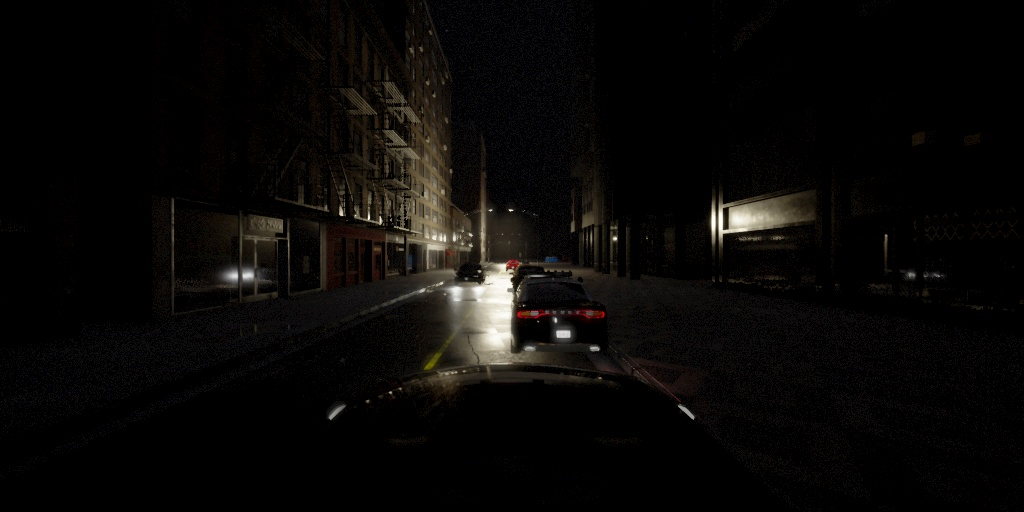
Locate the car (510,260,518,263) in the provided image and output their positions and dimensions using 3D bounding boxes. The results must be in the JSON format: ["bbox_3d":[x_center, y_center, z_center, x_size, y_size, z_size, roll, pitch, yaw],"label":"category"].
[{"bbox_3d":[0.953,1.209,24.993,1.801,1.575,5.366,0,0,0],"label":"car"}]

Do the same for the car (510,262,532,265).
[{"bbox_3d":[0.938,1.256,18.802,1.837,1.490,4.892,0,0,0],"label":"car"}]

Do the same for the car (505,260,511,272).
[{"bbox_3d":[0.143,1.301,47.403,1.812,1.442,4.674,0,0,1],"label":"car"}]

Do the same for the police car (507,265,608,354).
[{"bbox_3d":[0.914,1.175,8.912,1.930,1.638,5.238,0,0,0],"label":"police car"}]

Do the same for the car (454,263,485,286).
[{"bbox_3d":[-2.947,1.258,25.745,1.837,1.490,4.892,0,0,0],"label":"car"}]
